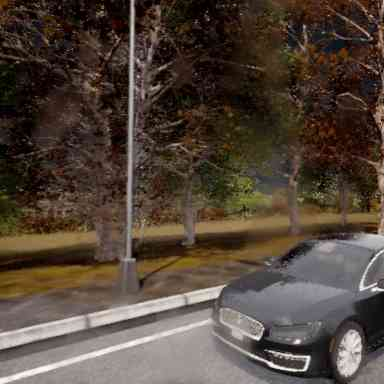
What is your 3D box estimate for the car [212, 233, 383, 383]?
[{"bbox_3d":[2.532,1.506,5.491,4.892,1.490,1.837,0,0,-35],"label":"car"}]
